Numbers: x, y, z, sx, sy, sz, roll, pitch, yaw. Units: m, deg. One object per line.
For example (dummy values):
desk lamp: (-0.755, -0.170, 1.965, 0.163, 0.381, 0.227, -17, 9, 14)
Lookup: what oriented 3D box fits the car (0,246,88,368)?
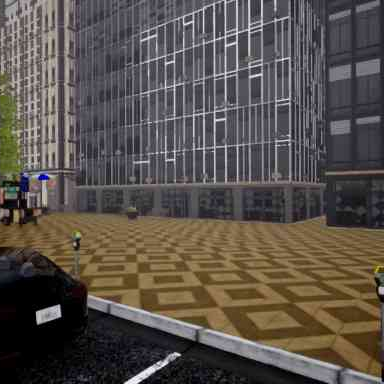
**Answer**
car: (-3.482, 1.566, 5.371, 4.313, 1.339, 1.947, 0, 0, 36)
